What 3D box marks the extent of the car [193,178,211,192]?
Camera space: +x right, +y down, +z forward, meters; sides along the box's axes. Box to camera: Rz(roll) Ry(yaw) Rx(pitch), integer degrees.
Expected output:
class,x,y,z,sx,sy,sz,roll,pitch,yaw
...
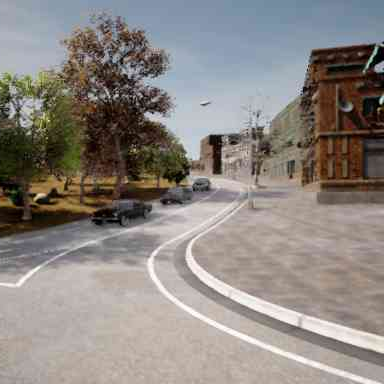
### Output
class,x,y,z,sx,sy,sz,roll,pitch,yaw
car,1.285,-1.056,43.536,2.097,1.767,4.553,0,5,9

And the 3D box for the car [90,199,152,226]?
class,x,y,z,sx,sy,sz,roll,pitch,yaw
car,-4.206,1.180,20.419,1.895,1.301,4.718,0,4,17

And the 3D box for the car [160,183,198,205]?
class,x,y,z,sx,sy,sz,roll,pitch,yaw
car,-1.287,0.249,30.498,2.033,1.411,5.357,0,5,14
